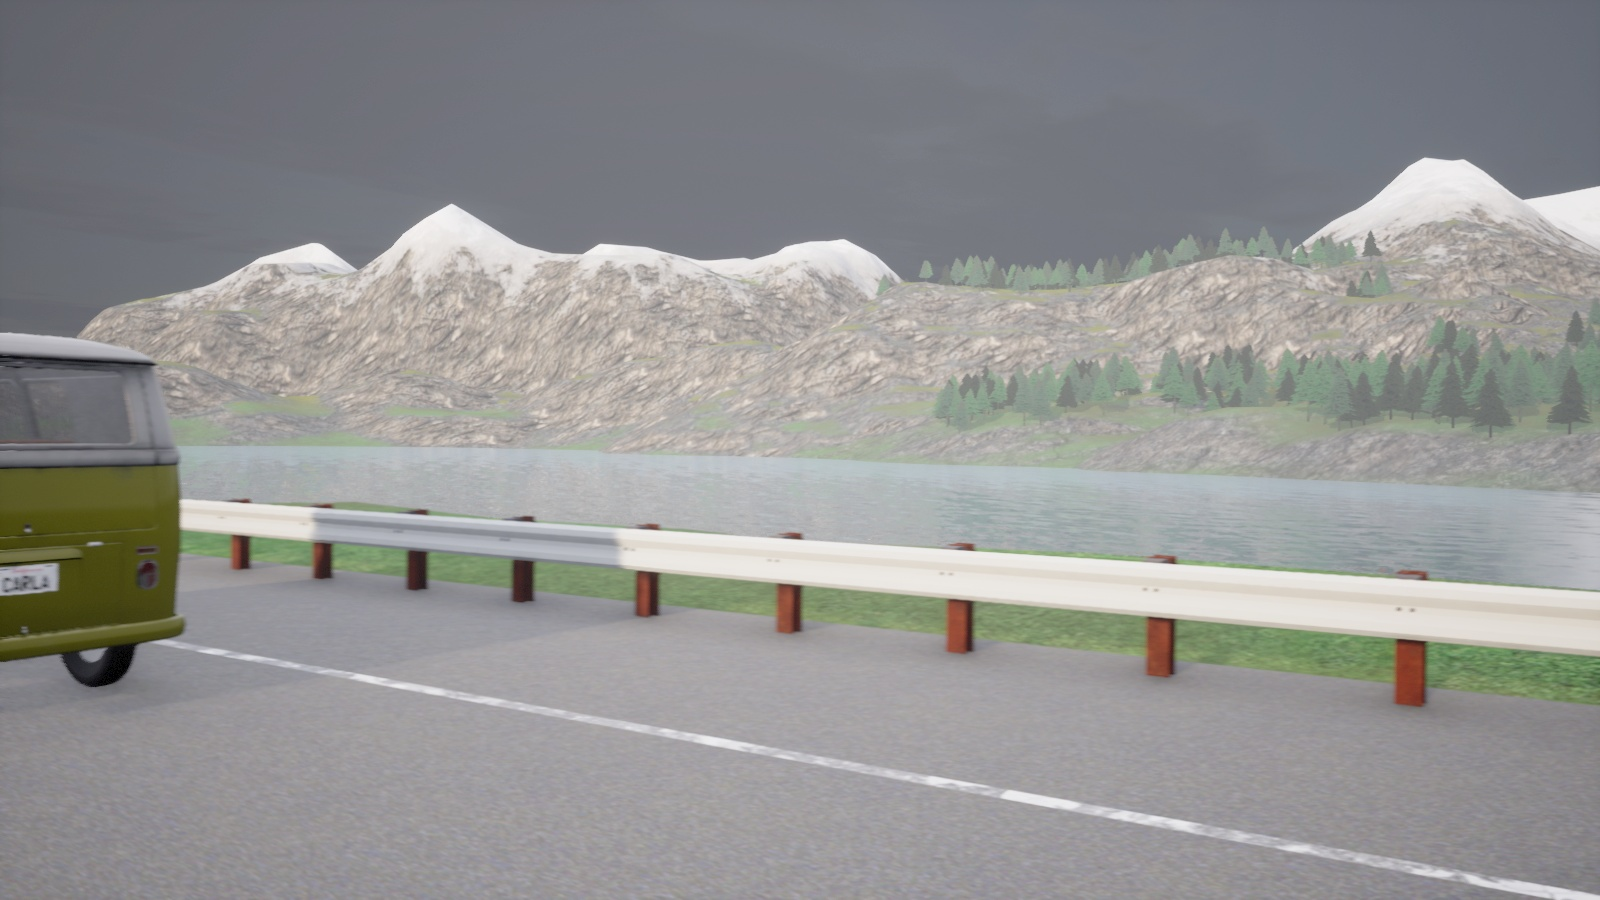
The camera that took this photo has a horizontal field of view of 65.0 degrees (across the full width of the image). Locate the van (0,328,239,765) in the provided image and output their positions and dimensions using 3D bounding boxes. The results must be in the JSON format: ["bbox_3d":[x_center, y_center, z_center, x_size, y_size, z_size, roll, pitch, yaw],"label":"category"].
[{"bbox_3d":[-5.339,0.435,7.166,4.442,1.987,1.775,0,1,34],"label":"van"}]
